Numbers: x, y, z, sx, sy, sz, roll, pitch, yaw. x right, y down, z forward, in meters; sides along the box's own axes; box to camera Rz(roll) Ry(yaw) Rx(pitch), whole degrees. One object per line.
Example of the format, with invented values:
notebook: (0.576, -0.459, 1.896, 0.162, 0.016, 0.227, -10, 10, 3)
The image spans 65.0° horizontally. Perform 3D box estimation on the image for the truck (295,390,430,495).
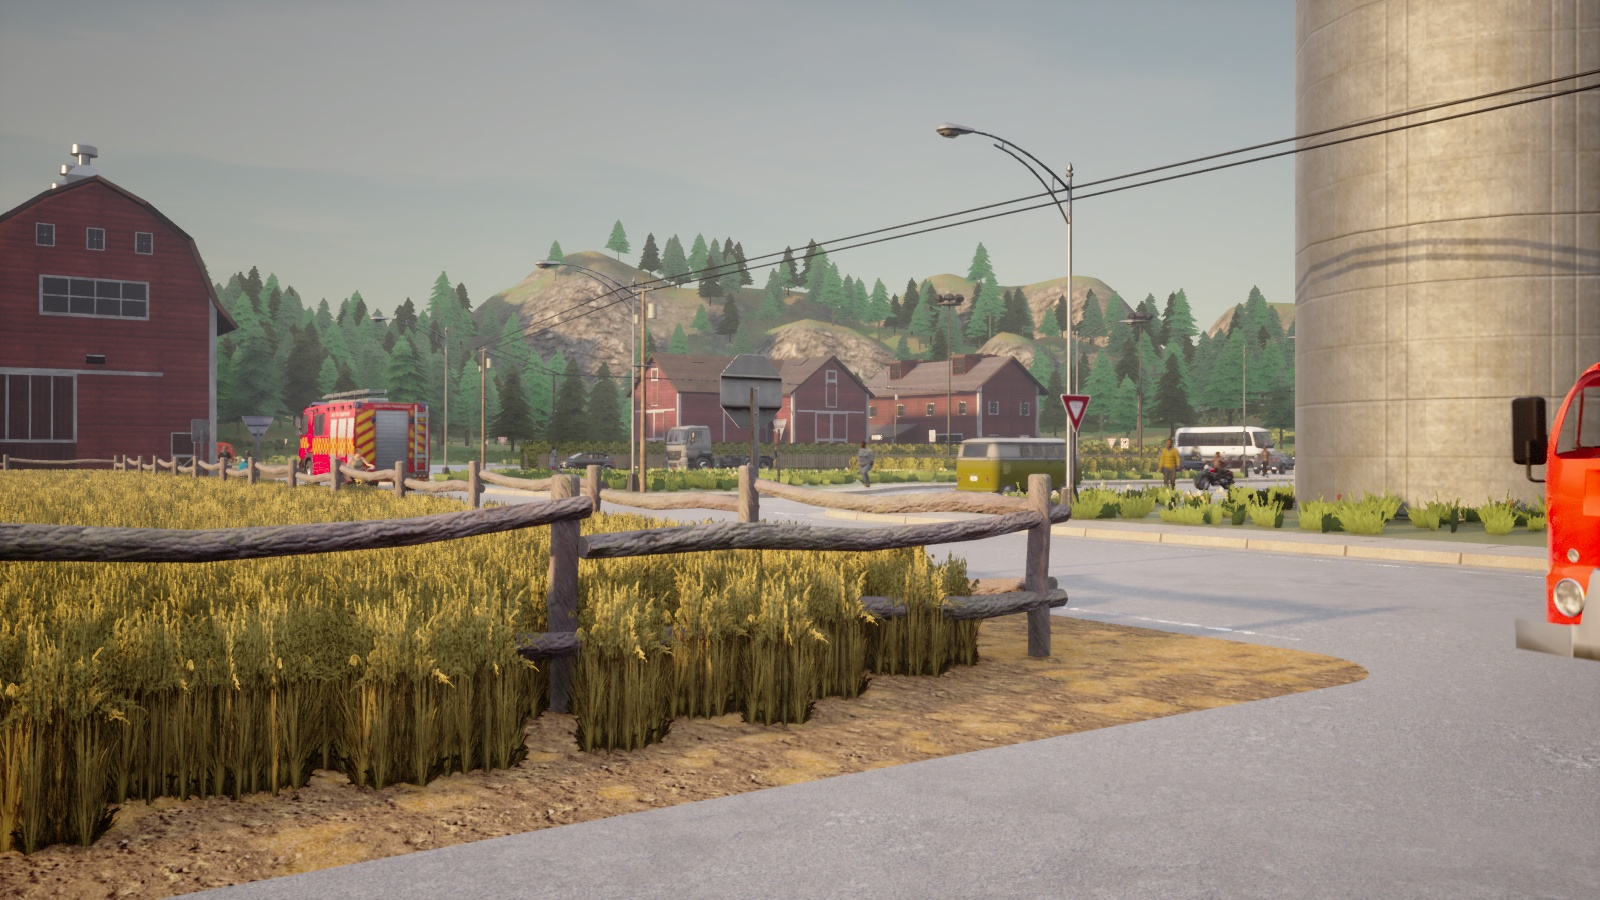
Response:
truck: (-17.578, -0.260, 50.033, 2.891, 3.827, 8.468, 0, 0, -35)

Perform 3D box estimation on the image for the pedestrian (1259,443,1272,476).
pedestrian: (25.361, 0.514, 68.457, 0.869, 1.805, 0.328, 0, 0, -44)

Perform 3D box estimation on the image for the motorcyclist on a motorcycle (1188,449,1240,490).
motorcyclist on a motorcycle: (16.813, 0.784, 50.999, 2.350, 1.649, 0.766, 0, 0, -36)

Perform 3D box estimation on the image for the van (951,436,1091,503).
van: (6.997, 0.580, 39.604, 4.442, 1.987, 1.775, 0, 0, -36)

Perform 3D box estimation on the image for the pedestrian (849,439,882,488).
pedestrian: (2.477, 0.512, 47.738, 0.874, 1.855, 0.900, 0, 0, 39)

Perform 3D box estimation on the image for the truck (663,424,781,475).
truck: (-5.468, -0.009, 88.553, 7.936, 3.462, 2.891, 0, 0, -35)

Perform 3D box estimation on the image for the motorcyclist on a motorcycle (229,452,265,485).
motorcyclist on a motorcycle: (-26.883, 0.885, 61.079, 0.866, 1.590, 1.817, 0, 0, 3)

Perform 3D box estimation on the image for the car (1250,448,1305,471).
car: (35.280, 0.675, 92.757, 2.152, 1.651, 5.027, 0, 0, 42)

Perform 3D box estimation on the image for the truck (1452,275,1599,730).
truck: (6.923, 0.255, 7.307, 5.204, 2.467, 2.627, -1, -1, -19)

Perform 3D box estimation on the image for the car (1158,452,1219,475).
car: (26.525, 0.912, 85.636, 4.193, 1.474, 1.816, 0, 0, -36)

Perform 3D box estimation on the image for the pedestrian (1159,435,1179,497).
pedestrian: (10.992, 0.468, 37.375, 0.431, 1.840, 0.709, 0, 0, 29)

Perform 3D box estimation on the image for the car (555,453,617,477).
car: (-14.113, 0.955, 82.858, 3.705, 1.549, 1.789, 0, 0, -27)
